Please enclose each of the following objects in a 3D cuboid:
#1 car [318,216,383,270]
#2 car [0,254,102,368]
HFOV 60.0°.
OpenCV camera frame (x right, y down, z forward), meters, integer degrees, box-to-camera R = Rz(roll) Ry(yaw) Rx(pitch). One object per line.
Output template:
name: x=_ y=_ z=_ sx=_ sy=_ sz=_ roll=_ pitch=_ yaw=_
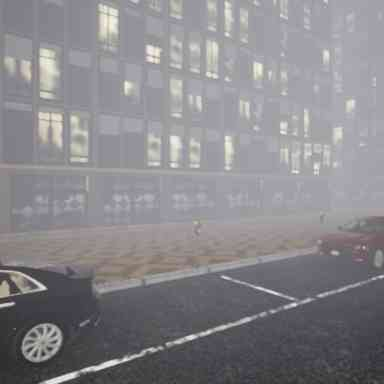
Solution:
car: x=5.894 y=1.471 z=10.755 sx=4.507 sy=1.381 sz=1.887 roll=0 pitch=1 yaw=-35
car: x=-3.376 y=1.554 z=4.147 sx=4.403 sy=1.369 sz=2.008 roll=0 pitch=1 yaw=-35
